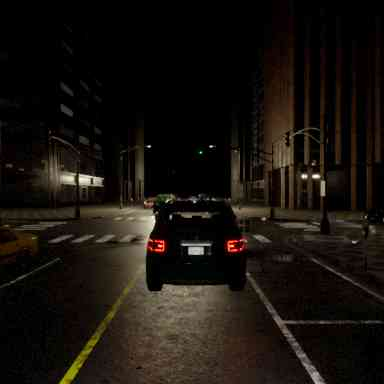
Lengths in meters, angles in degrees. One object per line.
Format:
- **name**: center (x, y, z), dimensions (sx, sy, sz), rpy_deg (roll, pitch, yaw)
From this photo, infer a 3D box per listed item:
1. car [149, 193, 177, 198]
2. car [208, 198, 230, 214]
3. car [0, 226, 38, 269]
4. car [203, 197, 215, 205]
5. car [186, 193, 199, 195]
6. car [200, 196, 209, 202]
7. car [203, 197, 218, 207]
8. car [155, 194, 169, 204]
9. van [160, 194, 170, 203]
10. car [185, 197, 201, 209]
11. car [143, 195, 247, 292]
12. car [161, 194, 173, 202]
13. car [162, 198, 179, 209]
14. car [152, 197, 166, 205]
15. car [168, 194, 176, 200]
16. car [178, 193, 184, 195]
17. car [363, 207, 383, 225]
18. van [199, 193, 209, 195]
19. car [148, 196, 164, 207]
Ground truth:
- **car**: center (-2.996, 1.228, 36.593), dimensions (2.150, 2.045, 5.566), rpy_deg (0, 0, 0)
- **car**: center (2.838, 1.446, 35.553), dimensions (1.967, 1.590, 4.097), rpy_deg (0, 0, 0)
- **car**: center (-5.743, 1.526, 8.606), dimensions (1.752, 1.417, 4.829), rpy_deg (0, 0, 0)
- **car**: center (2.884, 1.580, 57.988), dimensions (1.947, 1.339, 4.313), rpy_deg (0, 0, 0)
- **car**: center (0.183, 1.566, 71.913), dimensions (2.033, 1.411, 5.357), rpy_deg (0, 0, 0)
- **car**: center (2.930, 1.596, 80.424), dimensions (1.947, 1.339, 4.313), rpy_deg (0, 0, 0)
- **car**: center (2.872, 1.562, 52.380), dimensions (2.008, 1.369, 4.403), rpy_deg (0, 0, 0)
- **car**: center (-5.629, 1.332, 63.598), dimensions (2.192, 1.841, 5.009), rpy_deg (0, 0, 0)
- **van**: center (-5.618, 1.362, 69.206), dimensions (1.690, 1.788, 3.998), rpy_deg (0, 0, 0)
- **car**: center (0.160, 1.501, 46.924), dimensions (2.128, 1.511, 4.902), rpy_deg (0, 0, 1)
- **car**: center (0.098, 1.222, 9.059), dimensions (2.150, 2.045, 5.566), rpy_deg (0, 0, 0)
- **car**: center (-5.606, 1.341, 74.817), dimensions (2.192, 1.841, 5.009), rpy_deg (0, 0, 0)
- **car**: center (-2.935, 1.573, 46.465), dimensions (1.994, 1.385, 4.181), rpy_deg (0, 0, 1)
- **car**: center (-5.641, 1.565, 57.988), dimensions (2.008, 1.369, 4.403), rpy_deg (0, 0, 0)
- **car**: center (-5.572, 1.482, 91.645), dimensions (1.967, 1.590, 4.097), rpy_deg (0, 0, 0)
- **car**: center (-2.912, 1.365, 56.343), dimensions (2.097, 1.767, 4.553), rpy_deg (0, 0, 1)
- **car**: center (14.853, 1.568, 23.806), dimensions (4.892, 1.490, 1.837), rpy_deg (0, 0, 0)
- **van**: center (2.907, 1.362, 69.207), dimensions (1.690, 1.788, 3.998), rpy_deg (0, 0, 0)
- **car**: center (-5.652, 1.452, 52.379), dimensions (1.967, 1.590, 4.097), rpy_deg (0, 0, 0)
